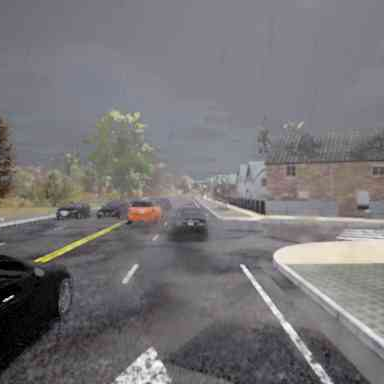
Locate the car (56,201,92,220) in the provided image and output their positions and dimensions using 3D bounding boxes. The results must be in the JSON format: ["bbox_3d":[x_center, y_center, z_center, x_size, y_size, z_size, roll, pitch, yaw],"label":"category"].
[{"bbox_3d":[-10.182,1.530,28.918,2.128,1.511,4.902,0,0,-1],"label":"car"}]

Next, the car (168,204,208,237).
[{"bbox_3d":[-0.096,1.570,18.293,2.033,1.411,5.357,0,0,-1],"label":"car"}]

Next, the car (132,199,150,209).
[{"bbox_3d":[-7.160,1.654,47.138,1.895,1.301,4.718,0,0,-1],"label":"car"}]

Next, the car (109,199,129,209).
[{"bbox_3d":[-10.410,1.655,47.585,1.895,1.301,4.718,0,0,0],"label":"car"}]

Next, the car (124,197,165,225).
[{"bbox_3d":[-3.431,1.384,24.792,2.097,1.767,4.553,0,0,-1],"label":"car"}]

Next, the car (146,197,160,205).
[{"bbox_3d":[-7.308,1.610,62.966,2.033,1.411,5.357,0,0,0],"label":"car"}]

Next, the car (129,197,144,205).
[{"bbox_3d":[-10.558,1.612,63.250,2.033,1.411,5.357,0,0,0],"label":"car"}]

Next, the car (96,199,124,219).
[{"bbox_3d":[-6.935,1.602,29.113,1.994,1.385,4.181,0,0,-1],"label":"car"}]

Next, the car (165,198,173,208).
[{"bbox_3d":[-3.696,1.528,44.915,1.882,1.535,5.008,0,0,-1],"label":"car"}]

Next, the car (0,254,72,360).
[{"bbox_3d":[-3.191,1.533,4.486,1.812,1.442,4.674,0,0,0],"label":"car"}]
